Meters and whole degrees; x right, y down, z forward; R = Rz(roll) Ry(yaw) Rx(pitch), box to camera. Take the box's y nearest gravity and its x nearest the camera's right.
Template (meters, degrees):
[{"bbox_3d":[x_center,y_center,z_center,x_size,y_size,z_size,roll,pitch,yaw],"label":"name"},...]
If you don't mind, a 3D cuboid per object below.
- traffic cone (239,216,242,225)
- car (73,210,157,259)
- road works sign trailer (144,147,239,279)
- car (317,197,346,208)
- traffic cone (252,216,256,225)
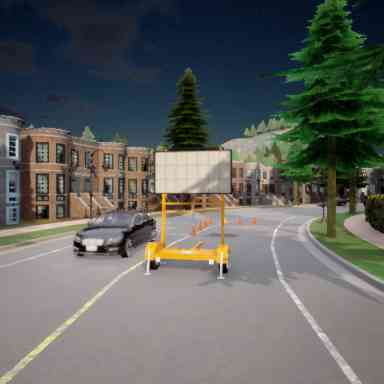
[{"bbox_3d":[3.263,1.954,22.789,0.340,0.580,0.340,0,0,12],"label":"traffic cone"},{"bbox_3d":[-2.742,1.491,12.814,2.128,1.511,4.902,0,0,9],"label":"car"},{"bbox_3d":[0.057,0.464,10.180,2.380,3.560,2.880,0,0,12],"label":"road works sign trailer"},{"bbox_3d":[20.150,1.505,47.970,4.892,1.490,1.837,0,0,-32],"label":"car"},{"bbox_3d":[4.240,1.955,22.582,0.340,0.580,0.340,0,0,12],"label":"traffic cone"}]
